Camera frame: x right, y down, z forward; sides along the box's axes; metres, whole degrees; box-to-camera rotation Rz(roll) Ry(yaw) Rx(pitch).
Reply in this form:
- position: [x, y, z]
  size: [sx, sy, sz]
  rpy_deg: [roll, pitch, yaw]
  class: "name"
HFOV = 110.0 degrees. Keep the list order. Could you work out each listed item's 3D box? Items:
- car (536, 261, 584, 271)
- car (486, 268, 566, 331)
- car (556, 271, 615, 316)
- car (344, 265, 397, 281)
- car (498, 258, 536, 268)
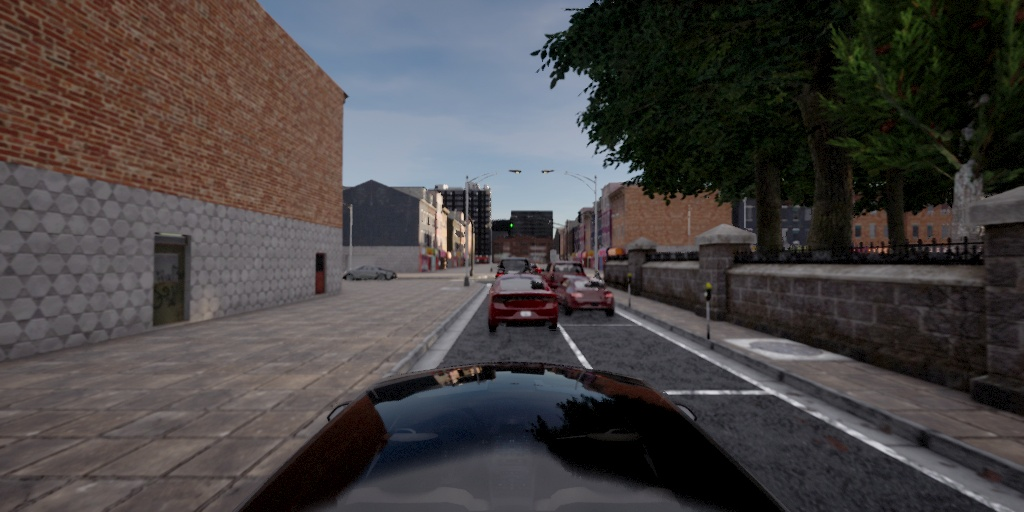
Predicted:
- position: [2.664, 1.191, 19.019]
  size: [2.192, 1.841, 5.009]
  rpy_deg: [0, 0, 0]
  class: "car"
- position: [0.211, 1.296, 11.367]
  size: [1.882, 1.535, 5.008]
  rpy_deg: [0, 0, -3]
  class: "car"
- position: [2.656, 1.417, 13.570]
  size: [1.802, 1.307, 4.207]
  rpy_deg: [0, 0, 0]
  class: "car"
- position: [-12.034, 1.498, 30.615]
  size: [4.181, 1.385, 1.994]
  rpy_deg: [0, -1, 0]
  class: "car"
- position: [0.289, 1.122, 21.878]
  size: [2.150, 2.045, 5.566]
  rpy_deg: [0, 0, 4]
  class: "car"
